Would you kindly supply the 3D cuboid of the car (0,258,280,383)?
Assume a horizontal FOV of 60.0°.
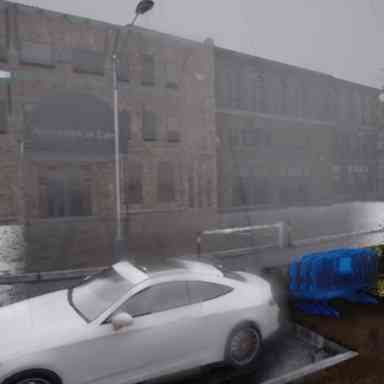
[{"bbox_3d":[-0.772,1.815,4.986,4.674,1.452,2.002,1,1,-29],"label":"car"}]
